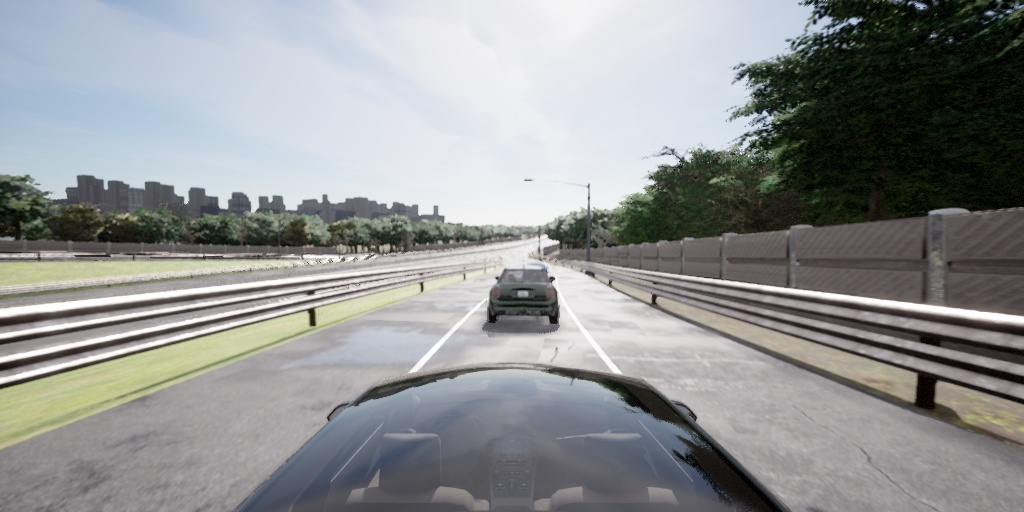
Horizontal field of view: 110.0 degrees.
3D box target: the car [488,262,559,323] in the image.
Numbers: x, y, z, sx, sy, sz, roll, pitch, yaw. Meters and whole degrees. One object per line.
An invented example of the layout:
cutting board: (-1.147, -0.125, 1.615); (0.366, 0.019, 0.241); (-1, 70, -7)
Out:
car: (0.440, 1.100, 12.383); (2.097, 1.767, 4.553); (0, 0, 3)
